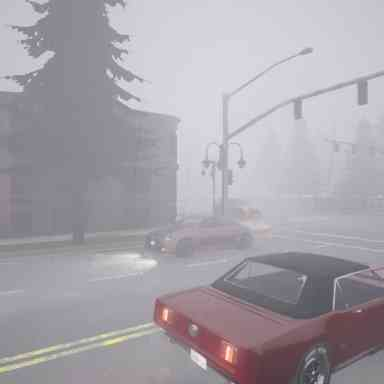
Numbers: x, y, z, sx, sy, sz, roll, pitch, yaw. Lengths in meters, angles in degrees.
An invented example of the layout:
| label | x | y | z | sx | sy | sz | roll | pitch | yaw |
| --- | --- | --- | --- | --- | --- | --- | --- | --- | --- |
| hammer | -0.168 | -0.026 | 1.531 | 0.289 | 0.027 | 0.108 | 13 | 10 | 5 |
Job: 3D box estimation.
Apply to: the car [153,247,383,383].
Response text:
| label | x | y | z | sx | sy | sz | roll | pitch | yaw |
| --- | --- | --- | --- | --- | --- | --- | --- | --- | --- |
| car | 1.919 | 1.601 | 5.001 | 4.718 | 1.301 | 1.895 | 0 | 0 | -34 |

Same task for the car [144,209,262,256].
| label | x | y | z | sx | sy | sz | roll | pitch | yaw |
| --- | --- | --- | --- | --- | --- | --- | --- | --- | --- |
| car | 0.316 | 1.564 | 12.562 | 4.181 | 1.385 | 1.994 | 0 | 0 | -34 |

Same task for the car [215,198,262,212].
| label | x | y | z | sx | sy | sz | roll | pitch | yaw |
| --- | --- | --- | --- | --- | --- | --- | --- | --- | --- |
| car | 4.042 | 1.352 | 29.370 | 2.097 | 1.767 | 4.553 | 0 | 0 | -33 |

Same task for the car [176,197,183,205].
| label | x | y | z | sx | sy | sz | roll | pitch | yaw |
| --- | --- | --- | --- | --- | --- | --- | --- | --- | --- |
| car | -3.374 | 1.526 | 60.065 | 1.812 | 1.442 | 4.674 | 0 | 0 | -33 |
